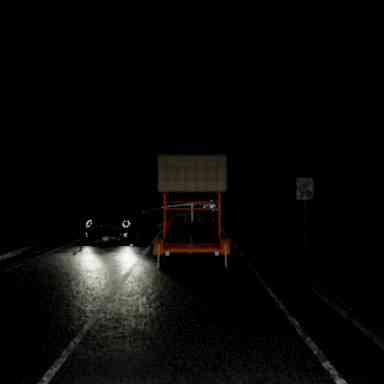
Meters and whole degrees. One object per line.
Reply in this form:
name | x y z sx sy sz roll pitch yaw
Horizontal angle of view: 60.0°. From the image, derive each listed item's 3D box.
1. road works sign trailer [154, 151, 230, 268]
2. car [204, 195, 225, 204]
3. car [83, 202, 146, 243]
road works sign trailer | 0.006 0.447 11.160 2.380 3.560 2.880 0 0 0
car | 3.927 1.307 57.000 1.837 1.490 4.892 -2 0 36
car | -3.519 1.327 15.861 2.097 1.767 4.553 0 0 1
